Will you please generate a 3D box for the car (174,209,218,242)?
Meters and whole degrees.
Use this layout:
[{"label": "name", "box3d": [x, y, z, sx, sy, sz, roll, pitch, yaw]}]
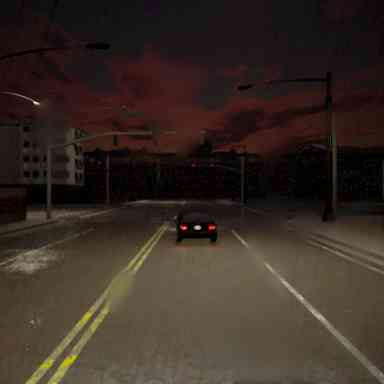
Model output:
[{"label": "car", "box3d": [0.137, 1.517, 16.259, 2.033, 1.411, 5.357, 0, 0, -2]}]
